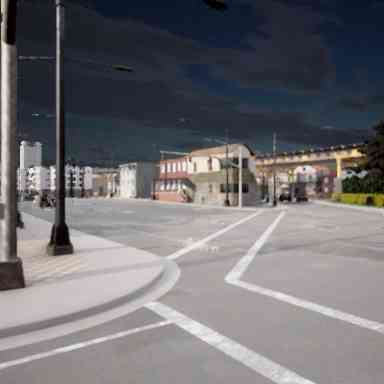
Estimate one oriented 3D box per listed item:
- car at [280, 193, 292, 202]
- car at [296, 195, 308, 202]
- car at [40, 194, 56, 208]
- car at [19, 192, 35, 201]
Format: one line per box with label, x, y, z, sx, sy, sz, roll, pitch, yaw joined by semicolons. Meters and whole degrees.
car;20.716;1.193;73.494;2.150;2.045;5.566;0;0;9
car;24.169;1.448;72.924;1.882;1.535;5.008;0;0;9
car;-17.236;1.031;41.141;2.097;1.767;4.553;0;1;-36
car;-27.343;0.750;55.153;1.837;1.490;4.892;0;1;-35
